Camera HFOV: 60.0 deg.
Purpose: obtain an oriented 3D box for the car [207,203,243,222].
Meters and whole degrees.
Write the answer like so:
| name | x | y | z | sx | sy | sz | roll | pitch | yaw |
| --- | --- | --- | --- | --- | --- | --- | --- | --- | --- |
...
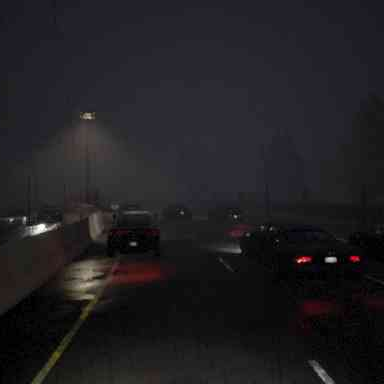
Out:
| name | x | y | z | sx | sy | sz | roll | pitch | yaw |
| --- | --- | --- | --- | --- | --- | --- | --- | --- | --- |
| car | 2.773 | 1.709 | 28.519 | 1.837 | 1.490 | 4.892 | 0 | 0 | -16 |

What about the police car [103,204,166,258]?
| name | x | y | z | sx | sy | sz | roll | pitch | yaw |
| --- | --- | --- | --- | --- | --- | --- | --- | --- | --- |
| police car | -2.313 | 1.534 | 13.598 | 1.930 | 1.638 | 5.238 | 0 | 0 | -8 |

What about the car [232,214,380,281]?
| name | x | y | z | sx | sy | sz | roll | pitch | yaw |
| --- | --- | --- | --- | --- | --- | --- | --- | --- | --- |
| car | 2.902 | 1.614 | 10.083 | 2.033 | 1.411 | 5.357 | 0 | 0 | -6 |

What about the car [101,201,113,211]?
| name | x | y | z | sx | sy | sz | roll | pitch | yaw |
| --- | --- | --- | --- | --- | --- | --- | --- | --- | --- |
| car | -10.651 | 1.909 | 44.275 | 2.033 | 1.411 | 5.357 | 0 | 0 | -28 |

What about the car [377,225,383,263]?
| name | x | y | z | sx | sy | sz | roll | pitch | yaw |
| --- | --- | --- | --- | --- | --- | --- | --- | --- | --- |
| car | 6.397 | 1.544 | 9.501 | 2.128 | 1.511 | 4.902 | 0 | 0 | -5 |

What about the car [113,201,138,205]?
| name | x | y | z | sx | sy | sz | roll | pitch | yaw |
| --- | --- | --- | --- | --- | --- | --- | --- | --- | --- |
| car | -6.448 | 1.766 | 34.499 | 2.128 | 1.511 | 4.902 | 0 | -1 | -21 |

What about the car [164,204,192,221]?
| name | x | y | z | sx | sy | sz | roll | pitch | yaw |
| --- | --- | --- | --- | --- | --- | --- | --- | --- | --- |
| car | -1.416 | 1.794 | 30.325 | 1.994 | 1.385 | 4.181 | 0 | 0 | -17 |
